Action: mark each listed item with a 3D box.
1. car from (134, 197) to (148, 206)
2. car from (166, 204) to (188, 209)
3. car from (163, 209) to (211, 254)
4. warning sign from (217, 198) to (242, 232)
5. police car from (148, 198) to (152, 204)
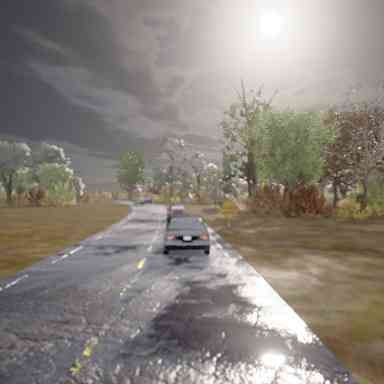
[{"bbox_3d":[-11.186,2.212,70.789,2.033,1.411,5.357,0,-1,-13],"label":"car"},{"bbox_3d":[-1.320,1.805,29.530,1.812,1.442,4.674,0,0,-5],"label":"car"},{"bbox_3d":[-0.266,1.681,14.106,2.033,1.411,5.357,0,-1,-2],"label":"car"},{"bbox_3d":[2.134,1.295,19.107,1.300,1.860,1.060,0,0,-3],"label":"warning sign"},{"bbox_3d":[-11.875,2.267,88.434,1.930,1.638,5.238,0,-1,-17],"label":"police car"}]
